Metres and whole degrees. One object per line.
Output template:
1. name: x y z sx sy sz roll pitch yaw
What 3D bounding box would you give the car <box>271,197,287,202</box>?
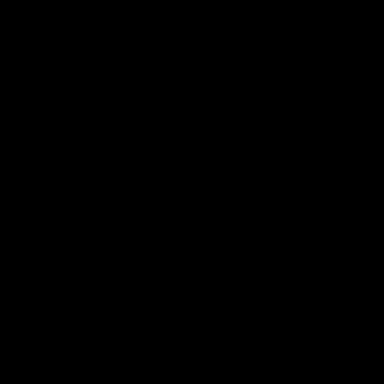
1. car: 22.780 2.080 88.884 2.097 1.767 4.553 -1 -1 36

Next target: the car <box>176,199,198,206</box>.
1. car: -0.924 2.010 60.561 1.895 1.301 4.718 -1 -1 36

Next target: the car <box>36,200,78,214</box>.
1. car: -14.646 1.602 36.852 1.882 1.535 5.008 -1 -1 36
